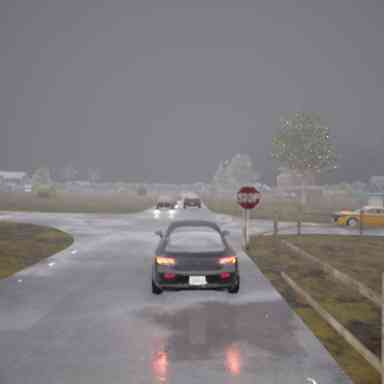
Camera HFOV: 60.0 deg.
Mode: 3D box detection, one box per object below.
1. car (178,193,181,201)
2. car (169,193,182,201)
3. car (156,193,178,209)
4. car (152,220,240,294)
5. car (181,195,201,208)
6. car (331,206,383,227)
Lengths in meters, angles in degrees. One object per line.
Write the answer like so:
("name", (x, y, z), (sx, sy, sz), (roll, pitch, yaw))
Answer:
("car", (-2.938, 0.973, 47.601), (1.837, 1.490, 4.892), (0, 1, 0))
("car", (-2.898, 0.905, 59.960), (1.994, 1.385, 4.181), (0, 1, 1))
("car", (-2.892, 1.063, 36.863), (1.882, 1.535, 5.008), (0, 0, -1))
("car", (0.029, 1.428, 8.384), (1.812, 1.442, 4.674), (0, 1, -2))
("car", (0.005, 1.041, 38.869), (1.882, 1.535, 5.008), (0, 1, 0))
("car", (12.562, 1.748, 23.710), (5.008, 1.535, 1.882), (2, 1, -2))
